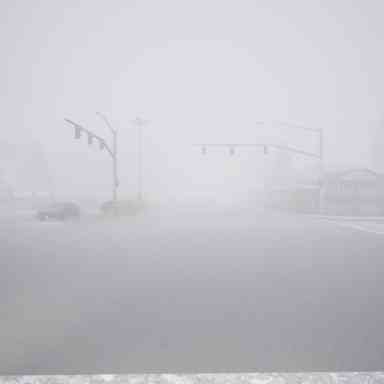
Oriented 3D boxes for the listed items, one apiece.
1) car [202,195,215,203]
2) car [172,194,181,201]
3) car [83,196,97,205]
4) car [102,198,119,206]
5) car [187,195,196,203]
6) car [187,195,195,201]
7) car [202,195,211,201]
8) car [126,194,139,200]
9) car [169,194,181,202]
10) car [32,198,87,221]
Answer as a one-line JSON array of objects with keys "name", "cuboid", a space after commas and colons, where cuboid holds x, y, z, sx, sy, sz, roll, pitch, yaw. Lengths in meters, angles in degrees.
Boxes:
[{"name": "car", "cuboid": [3.439, 1.421, 64.875, 2.033, 1.411, 5.357, 0, 0, 0]}, {"name": "car", "cuboid": [-3.697, 1.323, 80.320, 1.882, 1.535, 5.008, 0, 0, 0]}, {"name": "car", "cuboid": [-17.718, 1.387, 56.839, 2.128, 1.511, 4.902, 0, 0, 0]}, {"name": "car", "cuboid": [-10.710, 1.517, 44.722, 1.895, 1.301, 4.718, 0, 0, 0]}, {"name": "car", "cuboid": [-0.062, 1.421, 64.860, 2.033, 1.411, 5.357, 0, 0, 0]}, {"name": "car", "cuboid": [-0.193, 1.444, 77.929, 1.895, 1.301, 4.718, 0, 0, 0]}, {"name": "car", "cuboid": [3.307, 1.401, 77.781, 1.994, 1.385, 4.181, 0, 0, 0]}, {"name": "car", "cuboid": [-10.715, 1.236, 60.853, 2.097, 1.767, 4.553, 0, 0, 0]}, {"name": "car", "cuboid": [-3.569, 1.469, 68.230, 1.895, 1.301, 4.718, 0, 0, 0]}, {"name": "car", "cuboid": [-10.668, 1.499, 27.089, 2.033, 1.411, 5.357, 0, 0, 0]}]
